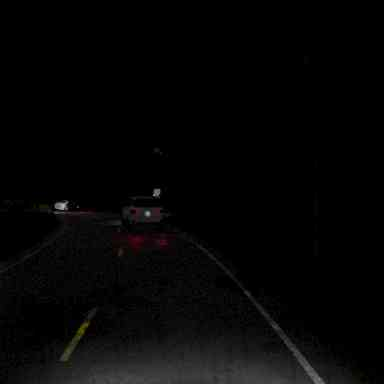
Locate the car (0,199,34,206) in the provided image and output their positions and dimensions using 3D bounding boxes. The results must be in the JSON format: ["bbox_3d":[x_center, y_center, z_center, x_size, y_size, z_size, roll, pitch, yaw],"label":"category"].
[{"bbox_3d":[-21.340,1.621,40.339,4.902,1.511,2.128,0,0,23],"label":"car"}]

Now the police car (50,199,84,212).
[{"bbox_3d":[-15.439,1.619,40.714,4.974,1.542,2.038,0,0,37],"label":"police car"}]

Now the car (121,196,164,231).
[{"bbox_3d":[-3.239,1.270,21.407,2.150,2.045,5.566,0,0,-16],"label":"car"}]
